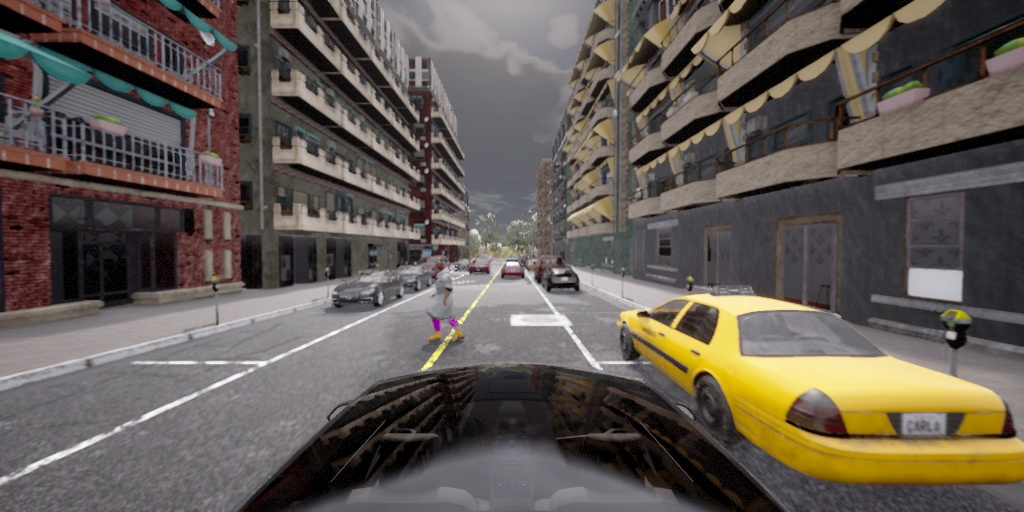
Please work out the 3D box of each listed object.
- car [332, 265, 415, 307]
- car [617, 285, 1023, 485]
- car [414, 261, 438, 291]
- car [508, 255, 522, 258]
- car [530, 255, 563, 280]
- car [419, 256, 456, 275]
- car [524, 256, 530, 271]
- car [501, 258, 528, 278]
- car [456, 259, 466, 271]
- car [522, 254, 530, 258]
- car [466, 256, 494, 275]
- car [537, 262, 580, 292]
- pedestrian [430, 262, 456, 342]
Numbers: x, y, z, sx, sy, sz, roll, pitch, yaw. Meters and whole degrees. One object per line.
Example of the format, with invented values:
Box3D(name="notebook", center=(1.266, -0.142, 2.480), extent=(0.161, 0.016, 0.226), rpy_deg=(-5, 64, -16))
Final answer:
Box3D(name="car", center=(-5.693, 1.214, 14.705), extent=(2.007, 1.370, 4.403), rpy_deg=(0, 0, 0))
Box3D(name="car", center=(3.000, 1.183, 5.174), extent=(1.801, 1.575, 5.366), rpy_deg=(0, 0, 0))
Box3D(name="car", center=(-5.694, 1.178, 20.228), extent=(2.007, 1.370, 4.403), rpy_deg=(0, 0, 0))
Box3D(name="car", center=(0.084, 0.897, 51.586), extent=(1.882, 1.535, 5.008), rpy_deg=(0, 0, 0))
Box3D(name="car", center=(2.686, 0.905, 25.802), extent=(2.192, 1.841, 5.009), rpy_deg=(0, 0, 0))
Box3D(name="car", center=(-5.695, 0.905, 25.752), extent=(2.192, 1.841, 5.009), rpy_deg=(0, 0, 0))
Box3D(name="car", center=(2.683, 1.006, 42.544), extent=(1.751, 1.417, 4.829), rpy_deg=(0, 0, 0))
Box3D(name="car", center=(0.082, 1.118, 31.336), extent=(1.994, 1.385, 4.181), rpy_deg=(0, 1, 0))
Box3D(name="car", center=(-5.697, 1.031, 42.324), extent=(2.007, 1.370, 4.403), rpy_deg=(0, 0, 0))
Box3D(name="car", center=(2.681, 0.721, 53.422), extent=(2.192, 1.841, 5.009), rpy_deg=(0, 0, 0))
Box3D(name="car", center=(-3.097, 1.003, 35.528), extent=(1.882, 1.535, 5.008), rpy_deg=(0, 0, 0))
Box3D(name="car", center=(2.687, 1.193, 20.278), extent=(1.948, 1.339, 4.313), rpy_deg=(0, 0, 0))
Box3D(name="pedestrian", center=(-1.571, 1.001, 8.147), extent=(0.375, 1.860, 0.375), rpy_deg=(-1, 1, 0))
